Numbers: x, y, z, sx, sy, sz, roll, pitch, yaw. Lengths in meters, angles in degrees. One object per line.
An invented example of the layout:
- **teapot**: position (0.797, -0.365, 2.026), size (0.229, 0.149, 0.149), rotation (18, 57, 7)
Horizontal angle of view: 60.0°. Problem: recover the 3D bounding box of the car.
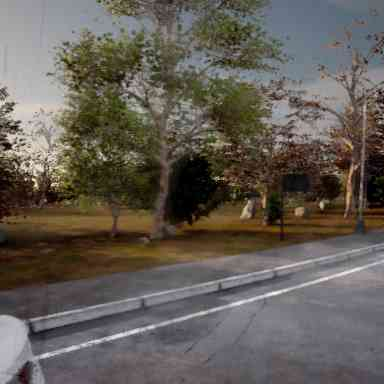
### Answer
- **car**: position (-3.297, 1.524, 1.694), size (4.674, 1.442, 1.812), rotation (0, 0, -36)
